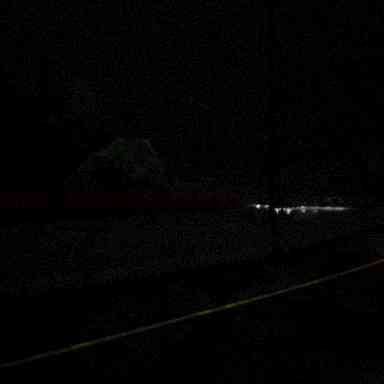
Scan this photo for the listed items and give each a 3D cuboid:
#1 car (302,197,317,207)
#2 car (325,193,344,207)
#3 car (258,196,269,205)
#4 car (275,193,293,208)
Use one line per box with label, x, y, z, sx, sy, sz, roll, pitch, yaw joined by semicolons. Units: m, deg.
car;17.531;1.418;49.676;1.882;1.535;5.008;0;0;17
car;21.298;1.160;49.964;2.150;2.045;5.566;0;0;17
car;12.441;1.417;57.485;1.882;1.535;5.008;0;0;13
car;13.600;1.165;48.880;2.150;2.045;5.566;0;0;20
